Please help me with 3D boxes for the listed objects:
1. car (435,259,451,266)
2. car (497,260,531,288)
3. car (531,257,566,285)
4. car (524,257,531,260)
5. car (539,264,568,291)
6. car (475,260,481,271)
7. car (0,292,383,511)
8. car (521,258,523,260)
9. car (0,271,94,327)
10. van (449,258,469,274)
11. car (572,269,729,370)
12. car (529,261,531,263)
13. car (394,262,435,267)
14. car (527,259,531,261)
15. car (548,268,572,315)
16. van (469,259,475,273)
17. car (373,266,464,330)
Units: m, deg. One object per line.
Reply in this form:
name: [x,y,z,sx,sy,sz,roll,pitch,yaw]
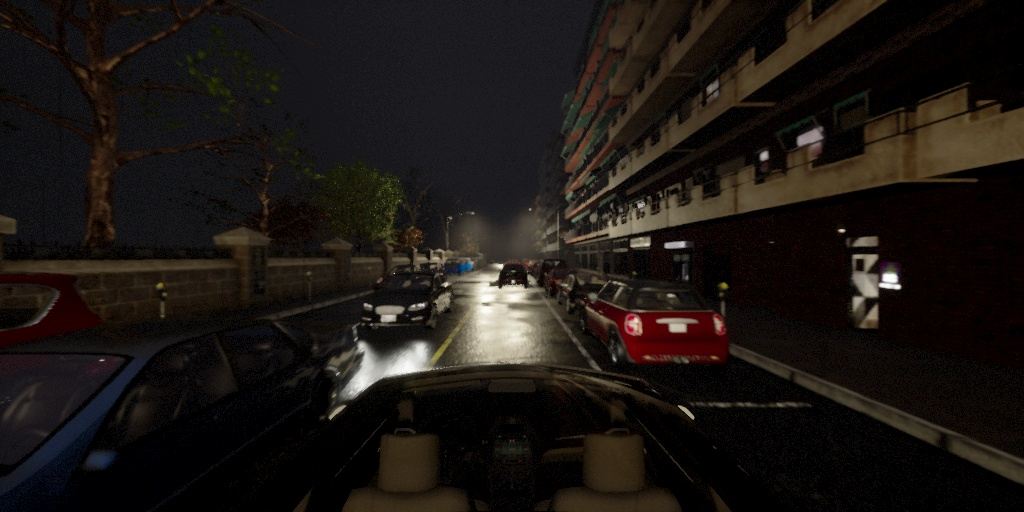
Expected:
car: [-5.685,1.201,24.656,1.967,1.591,4.097,0,0,0]
car: [0.085,1.268,24.039,1.837,1.490,4.892,0,1,0]
car: [2.696,1.076,24.655,2.192,1.841,5.009,0,0,0]
car: [2.699,1.219,41.544,1.967,1.591,4.097,0,0,0]
car: [2.694,1.303,19.024,1.888,1.381,4.507,0,0,0]
car: [-5.681,1.338,47.176,2.007,1.370,4.403,0,0,0]
car: [-3.092,1.298,2.913,2.033,1.411,5.357,0,0,1]
car: [0.108,1.268,48.892,1.882,1.535,5.008,0,0,0]
car: [-5.690,1.065,2.136,2.192,1.841,5.009,0,0,0]
van: [-5.683,1.113,35.917,1.690,1.789,3.998,0,0,0]
car: [2.692,1.191,7.765,1.967,1.591,4.097,0,0,0]
car: [2.696,1.316,30.285,2.007,1.370,4.403,0,0,0]
car: [-5.686,1.198,19.027,1.967,1.591,4.097,0,0,0]
car: [2.697,1.317,35.915,1.888,1.381,4.507,0,0,0]
car: [2.693,1.305,13.395,2.007,1.370,4.403,0,0,0]
van: [-5.682,1.120,41.546,1.690,1.789,3.998,0,0,0]
car: [-2.998,1.245,11.176,2.128,1.511,4.902,0,0,0]
